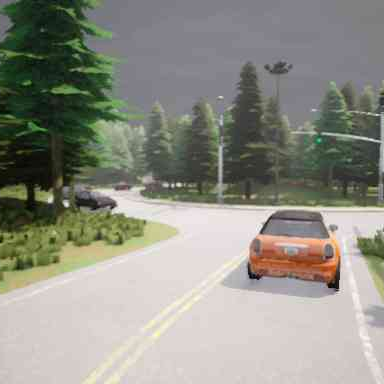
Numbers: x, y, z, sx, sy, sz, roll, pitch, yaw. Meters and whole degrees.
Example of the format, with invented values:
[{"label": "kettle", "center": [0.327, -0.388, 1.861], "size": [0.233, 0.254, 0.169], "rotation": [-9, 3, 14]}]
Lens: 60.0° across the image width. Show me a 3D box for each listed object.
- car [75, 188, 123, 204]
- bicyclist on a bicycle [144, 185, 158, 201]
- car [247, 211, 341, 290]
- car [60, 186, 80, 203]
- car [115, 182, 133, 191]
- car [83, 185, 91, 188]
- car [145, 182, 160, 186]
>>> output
[{"label": "car", "center": [-8.150, 0.670, 27.602], "size": [2.033, 1.411, 5.357], "rotation": [-2, 4, -41]}, {"label": "bicyclist on a bicycle", "center": [-4.265, 0.084, 34.625], "size": [1.656, 1.620, 0.582], "rotation": [-2, 4, -35]}, {"label": "car", "center": [2.993, 1.303, 9.482], "size": [2.097, 1.767, 4.553], "rotation": [1, 2, 21]}, {"label": "car", "center": [-13.172, 0.197, 36.084], "size": [1.837, 1.490, 4.892], "rotation": [-1, 3, -19]}, {"label": "car", "center": [-11.981, -0.945, 58.676], "size": [1.882, 1.535, 5.008], "rotation": [1, 3, 7]}, {"label": "car", "center": [-15.342, -0.456, 46.099], "size": [2.097, 1.767, 4.553], "rotation": [0, 3, -7]}, {"label": "car", "center": [-7.913, -1.461, 70.229], "size": [1.812, 1.442, 4.674], "rotation": [2, 4, 38]}]
